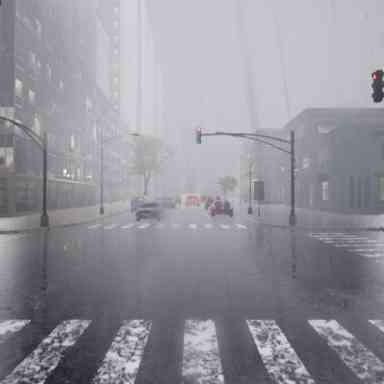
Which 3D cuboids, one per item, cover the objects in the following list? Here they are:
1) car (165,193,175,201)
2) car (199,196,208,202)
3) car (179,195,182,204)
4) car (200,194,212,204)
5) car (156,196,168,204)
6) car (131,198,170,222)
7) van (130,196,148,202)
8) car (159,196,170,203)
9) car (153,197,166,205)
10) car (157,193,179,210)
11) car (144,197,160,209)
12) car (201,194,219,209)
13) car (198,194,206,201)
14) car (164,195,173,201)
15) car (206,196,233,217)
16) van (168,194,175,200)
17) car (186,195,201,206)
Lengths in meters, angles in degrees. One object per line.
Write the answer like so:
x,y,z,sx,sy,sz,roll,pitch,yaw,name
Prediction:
-5.753,1.321,87.739,2.192,1.841,5.009,1,0,0,car
2.633,1.571,76.437,1.947,1.339,4.313,1,0,0,car
-3.064,1.355,63.455,2.097,1.767,4.553,0,0,0,car
2.648,1.320,65.089,2.192,1.841,5.009,1,0,0,car
-5.737,1.571,65.043,1.947,1.339,4.313,1,0,0,car
-3.225,1.508,26.784,1.837,1.490,4.892,0,0,3,car
-5.707,1.345,36.673,1.690,1.788,3.998,1,0,0,van
-5.742,1.571,70.717,1.947,1.339,4.313,1,0,0,car
-5.732,1.587,59.369,1.802,1.307,4.206,1,0,0,car
-3.133,1.356,42.629,2.097,1.767,4.553,0,0,0,car
-5.720,1.530,47.851,1.752,1.417,4.829,1,0,0,car
2.669,1.320,42.393,2.192,1.841,5.009,1,0,0,car
2.624,1.446,87.785,1.967,1.590,4.097,1,0,0,car
-5.752,1.556,82.065,2.008,1.369,4.403,1,0,0,car
2.677,1.444,31.045,1.967,1.590,4.097,1,0,0,car
-5.758,1.347,93.413,1.690,1.788,3.998,1,0,0,van
0.051,1.357,54.376,2.097,1.767,4.553,0,0,0,car
